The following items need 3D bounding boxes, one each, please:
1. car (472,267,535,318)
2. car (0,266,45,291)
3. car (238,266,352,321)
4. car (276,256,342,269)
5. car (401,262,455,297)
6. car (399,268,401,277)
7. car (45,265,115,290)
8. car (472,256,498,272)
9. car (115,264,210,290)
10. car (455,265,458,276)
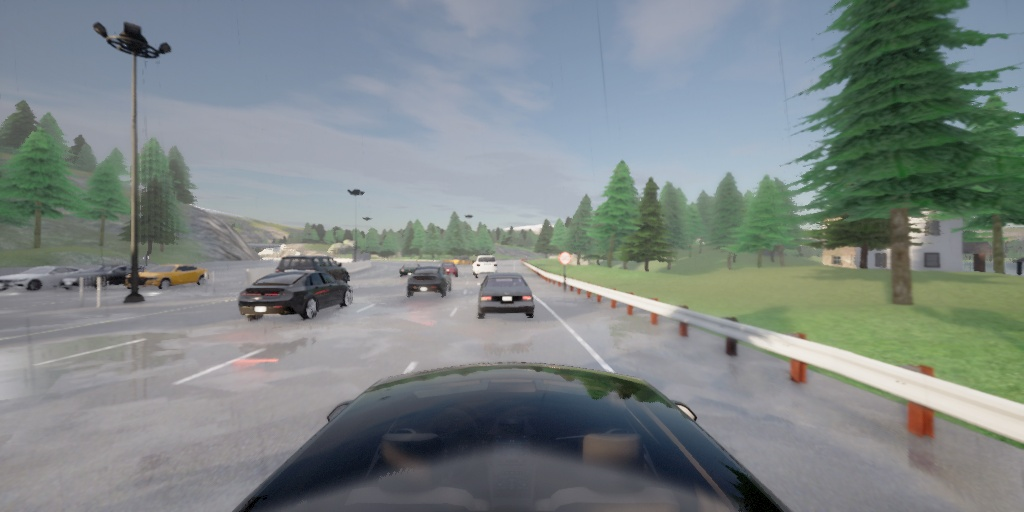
[{"bbox_3d":[-0.295,1.302,13.036,2.033,1.411,5.357,0,0,-3],"label":"car"},{"bbox_3d":[-29.259,1.364,22.645,1.812,1.442,4.674,0,0,-7],"label":"car"},{"bbox_3d":[-7.308,1.272,12.650,1.837,1.490,4.892,0,0,-3],"label":"car"},{"bbox_3d":[-11.428,0.999,20.840,2.150,2.045,5.566,0,0,-5],"label":"car"},{"bbox_3d":[-4.250,1.268,18.893,1.837,1.490,4.892,0,0,-5],"label":"car"},{"bbox_3d":[-9.842,1.380,35.375,1.895,1.301,4.718,0,0,-9],"label":"car"},{"bbox_3d":[-25.783,1.308,23.049,2.128,1.511,4.902,0,0,-7],"label":"car"},{"bbox_3d":[-2.653,0.987,34.770,2.150,2.045,5.566,0,0,-9],"label":"car"},{"bbox_3d":[-22.307,1.280,23.461,1.882,1.535,5.008,0,0,-7],"label":"car"},{"bbox_3d":[-6.535,1.337,36.670,1.994,1.385,4.181,0,0,-9],"label":"car"}]
